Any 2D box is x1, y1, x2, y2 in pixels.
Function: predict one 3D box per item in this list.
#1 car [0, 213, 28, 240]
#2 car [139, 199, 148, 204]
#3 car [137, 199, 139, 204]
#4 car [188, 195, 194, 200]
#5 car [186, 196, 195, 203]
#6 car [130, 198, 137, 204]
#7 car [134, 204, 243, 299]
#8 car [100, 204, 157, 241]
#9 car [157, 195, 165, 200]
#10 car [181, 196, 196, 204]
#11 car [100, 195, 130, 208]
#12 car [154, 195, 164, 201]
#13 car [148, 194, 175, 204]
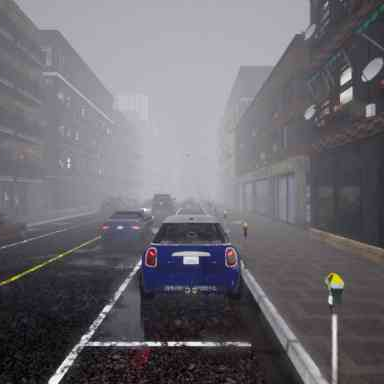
[{"bbox_3d":[-8.806,1.583,14.624,1.802,1.307,4.206,0,0,0],"label":"car"},{"bbox_3d":[-6.058,1.641,48.592,1.895,1.301,4.718,0,0,0],"label":"car"},{"bbox_3d":[-8.747,1.542,48.442,1.887,1.381,4.507,0,0,0],"label":"car"},{"bbox_3d":[-0.287,1.513,93.683,1.752,1.417,4.829,0,0,0],"label":"car"},{"bbox_3d":[-0.327,1.545,70.968,2.008,1.369,4.403,0,0,0],"label":"car"},{"bbox_3d":[-8.757,1.439,42.805,1.967,1.590,4.097,0,0,0],"label":"car"},{"bbox_3d":[-0.014,1.353,8.616,2.097,1.767,4.553,0,0,0],"label":"car"},{"bbox_3d":[-3.014,1.548,16.501,2.033,1.411,5.357,0,0,0],"label":"car"},{"bbox_3d":[-8.669,1.539,93.532,2.008,1.369,4.403,0,0,0],"label":"car"},{"bbox_3d":[-0.386,1.525,37.321,1.752,1.417,4.829,0,0,0],"label":"car"},{"bbox_3d":[-8.765,1.314,37.170,2.192,1.841,5.009,0,0,0],"label":"car"},{"bbox_3d":[-8.678,1.540,87.895,2.008,1.369,4.403,0,0,0],"label":"car"},{"bbox_3d":[-3.079,1.221,36.069,2.150,2.045,5.566,0,0,0],"label":"car"}]
